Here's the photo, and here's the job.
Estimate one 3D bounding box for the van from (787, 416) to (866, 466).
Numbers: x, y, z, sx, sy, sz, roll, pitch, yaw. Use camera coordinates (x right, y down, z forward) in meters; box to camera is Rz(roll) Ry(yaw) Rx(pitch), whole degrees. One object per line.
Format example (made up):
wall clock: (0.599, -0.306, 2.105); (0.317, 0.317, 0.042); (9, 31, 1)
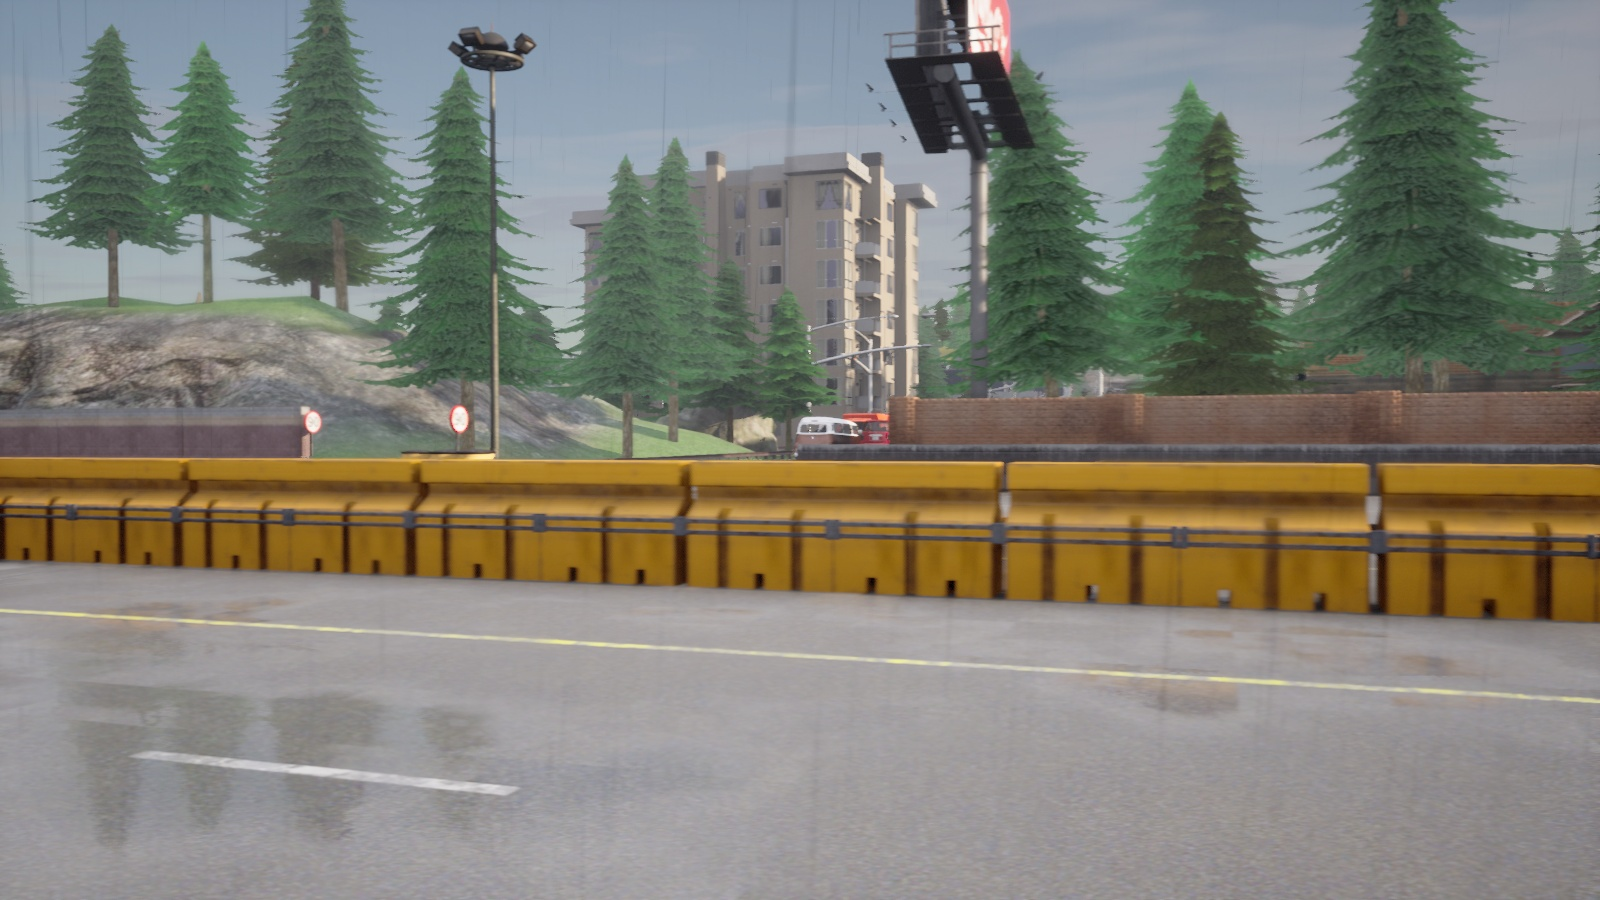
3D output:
van: (1.209, -0.344, 54.098); (2.069, 2.038, 4.480); (1, -1, 20)

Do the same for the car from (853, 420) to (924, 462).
car: (4.535, -0.474, 63.501); (2.150, 2.045, 5.566); (1, 1, 20)

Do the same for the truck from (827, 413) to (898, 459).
truck: (3.591, -0.808, 71.312); (2.627, 2.467, 5.204); (1, 1, 19)
